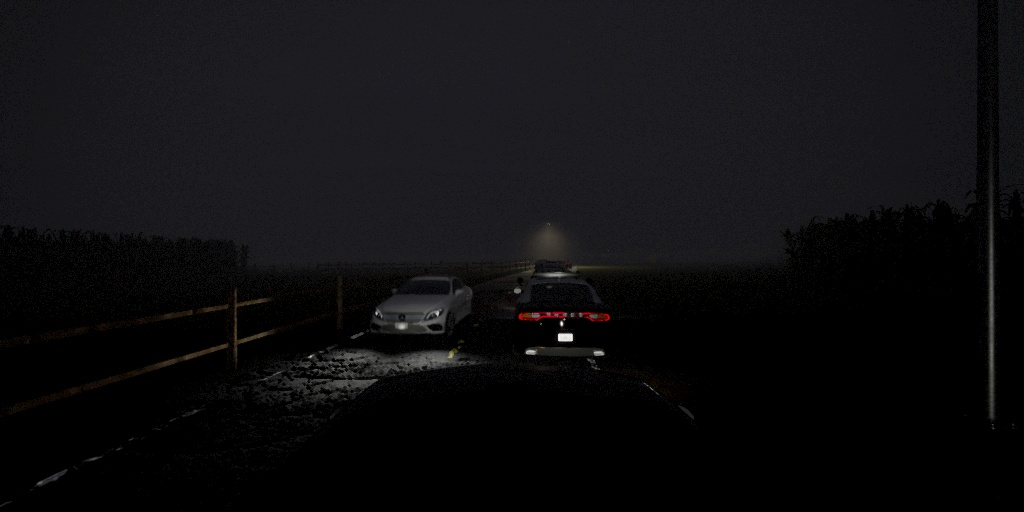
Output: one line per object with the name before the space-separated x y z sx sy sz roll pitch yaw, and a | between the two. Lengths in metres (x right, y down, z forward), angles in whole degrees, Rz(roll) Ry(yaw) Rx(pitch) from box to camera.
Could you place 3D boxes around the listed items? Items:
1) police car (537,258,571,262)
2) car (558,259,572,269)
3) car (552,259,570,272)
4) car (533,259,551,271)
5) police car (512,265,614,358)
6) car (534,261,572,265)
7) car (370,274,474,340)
police car | 2.855 1.159 24.295 1.930 1.638 5.238 0 0 10
car | 8.271 1.259 55.911 1.994 1.385 4.181 0 0 11
car | 6.227 1.187 45.312 1.882 1.535 5.008 0 0 12
car | 4.168 1.184 49.073 1.882 1.535 5.008 0 0 12
police car | 1.057 1.173 8.647 1.930 1.638 5.238 0 0 3
car | 1.967 1.218 18.342 1.882 1.535 5.008 0 0 7
car | -2.260 1.273 10.198 1.812 1.442 4.674 0 0 4
